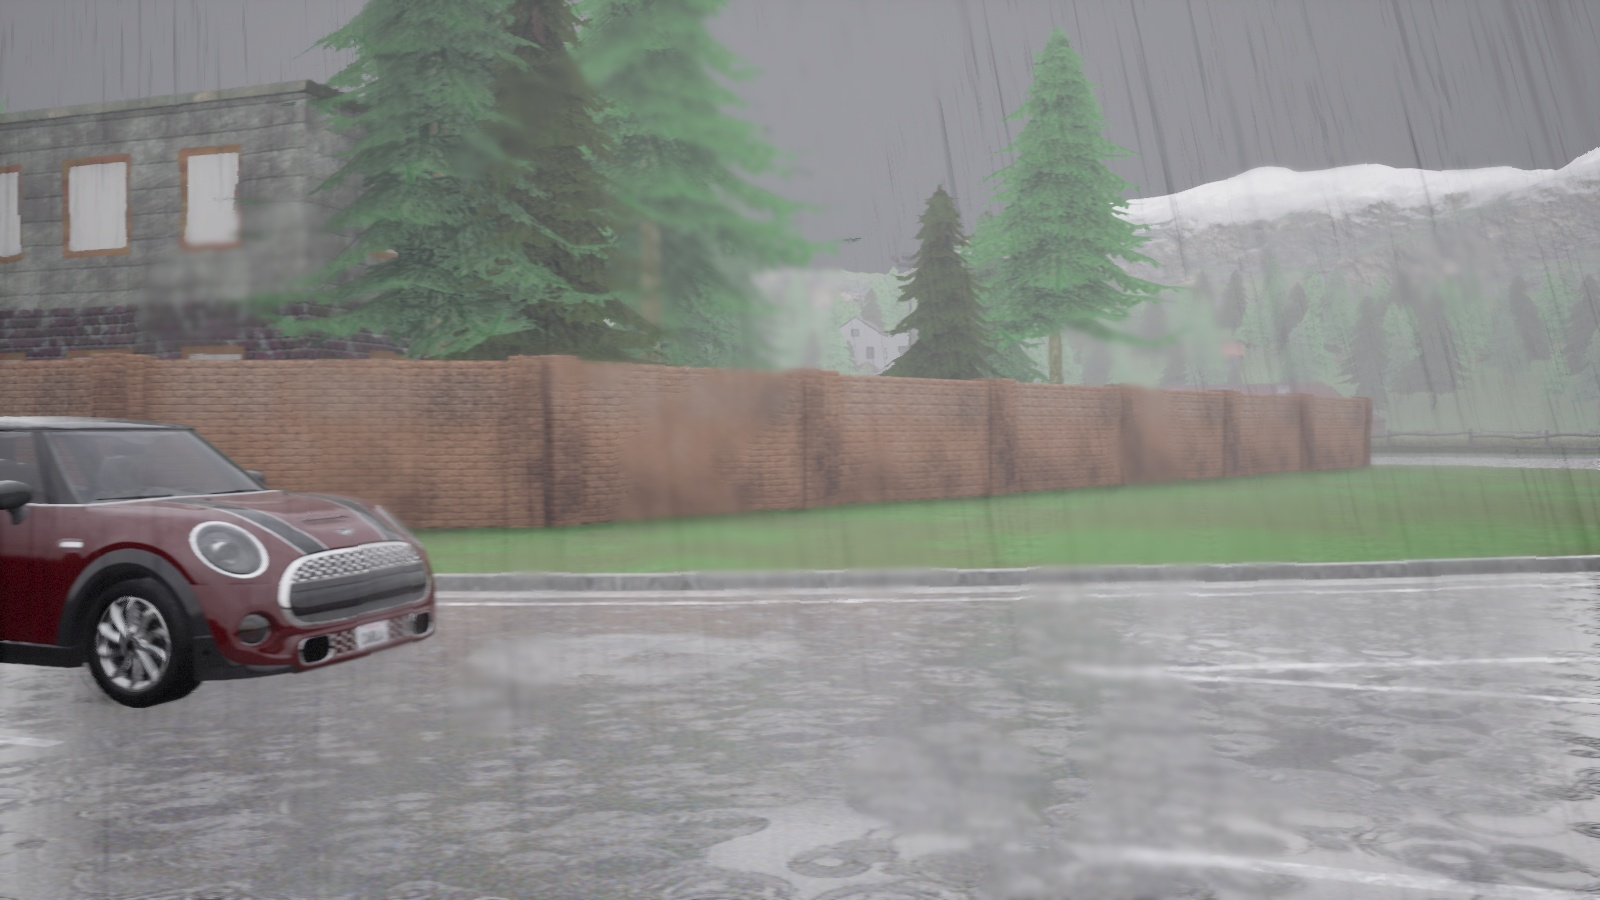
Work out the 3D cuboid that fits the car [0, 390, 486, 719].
[{"bbox_3d":[-4.672,0.525,8.455,4.553,1.767,2.097,1,1,19],"label":"car"}]
